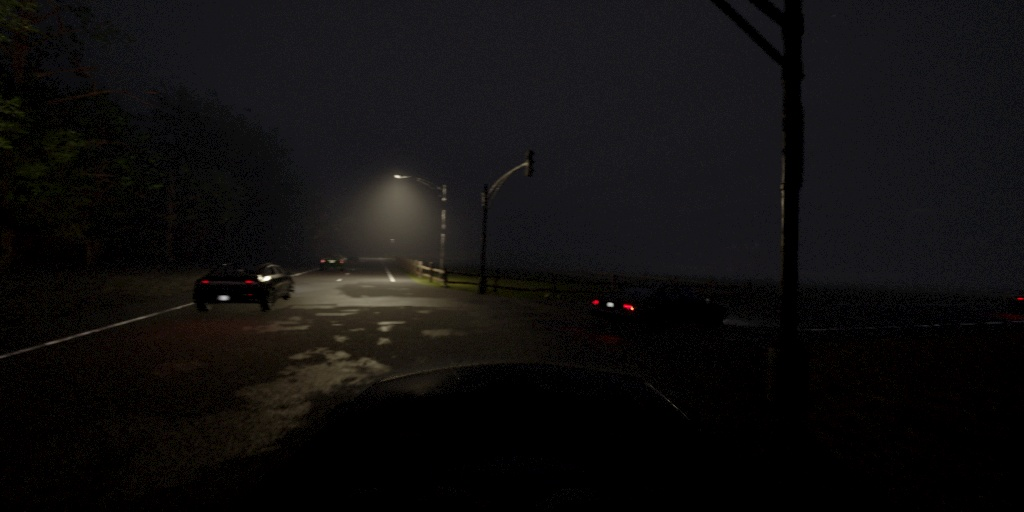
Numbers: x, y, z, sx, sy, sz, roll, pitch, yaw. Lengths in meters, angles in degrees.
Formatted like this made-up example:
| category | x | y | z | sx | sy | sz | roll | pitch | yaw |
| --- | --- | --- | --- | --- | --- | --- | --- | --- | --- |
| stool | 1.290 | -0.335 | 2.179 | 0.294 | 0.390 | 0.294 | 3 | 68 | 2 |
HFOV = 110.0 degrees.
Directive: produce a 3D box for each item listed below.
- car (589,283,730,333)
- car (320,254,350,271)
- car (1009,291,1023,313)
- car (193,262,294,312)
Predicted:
| category | x | y | z | sx | sy | sz | roll | pitch | yaw |
| --- | --- | --- | --- | --- | --- | --- | --- | --- | --- |
| car | 5.025 | 1.607 | 11.938 | 5.357 | 1.411 | 2.033 | 3 | -2 | -33 |
| car | -17.927 | 0.567 | 36.221 | 2.097 | 1.767 | 4.553 | 2 | 0 | -21 |
| car | 34.005 | 2.992 | 22.845 | 4.902 | 1.511 | 2.128 | 3 | -1 | -20 |
| car | -8.982 | 0.952 | 12.409 | 2.128 | 1.511 | 4.902 | 2 | 0 | -21 |
